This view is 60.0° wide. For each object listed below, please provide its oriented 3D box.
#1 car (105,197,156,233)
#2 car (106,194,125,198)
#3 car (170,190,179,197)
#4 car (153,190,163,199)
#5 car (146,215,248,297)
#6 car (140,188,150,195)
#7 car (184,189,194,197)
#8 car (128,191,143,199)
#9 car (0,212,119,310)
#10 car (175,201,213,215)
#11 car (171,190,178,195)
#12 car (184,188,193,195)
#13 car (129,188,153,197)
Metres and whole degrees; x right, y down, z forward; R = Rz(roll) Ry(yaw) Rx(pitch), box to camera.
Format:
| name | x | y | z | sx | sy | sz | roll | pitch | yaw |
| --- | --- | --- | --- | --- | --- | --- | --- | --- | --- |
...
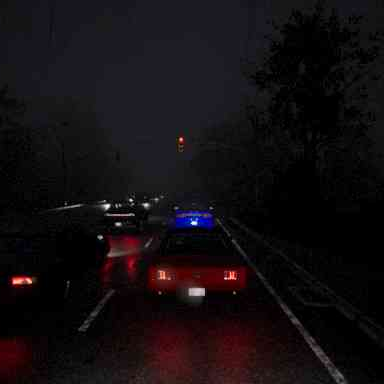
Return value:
| name | x | y | z | sx | sy | sz | roll | pitch | yaw |
| --- | --- | --- | --- | --- | --- | --- | --- | --- | --- |
| car | -3.402 | 1.241 | 17.773 | 2.128 | 1.511 | 4.902 | 0 | 1 | 0 |
| car | -10.626 | 0.898 | 46.251 | 1.895 | 1.301 | 4.718 | 0 | 1 | 0 |
| car | -4.048 | 0.360 | 75.662 | 2.033 | 1.411 | 5.357 | 0 | 1 | -2 |
| car | -7.258 | 0.576 | 63.221 | 2.033 | 1.411 | 5.357 | 0 | 1 | -1 |
| car | 0.099 | 1.500 | 8.280 | 1.895 | 1.301 | 4.718 | 0 | 1 | 0 |
| car | -11.221 | -0.109 | 79.646 | 2.097 | 1.767 | 4.553 | 0 | 1 | -2 |
| car | -0.564 | 0.301 | 76.171 | 1.882 | 1.535 | 5.008 | 0 | 1 | -2 |
| car | -10.769 | 0.511 | 63.848 | 2.128 | 1.511 | 4.902 | 0 | 1 | -1 |
| car | -3.402 | 1.453 | 7.912 | 2.033 | 1.411 | 5.357 | 0 | 1 | 0 |
| car | 0.098 | 1.229 | 17.622 | 1.882 | 1.535 | 5.008 | 0 | 1 | 0 |
| car | -4.550 | 0.098 | 86.114 | 1.812 | 1.442 | 4.674 | 0 | 1 | -3 |
| car | -1.054 | -0.075 | 86.282 | 2.097 | 1.767 | 4.553 | 0 | 1 | -3 |
| car | -7.128 | 0.640 | 46.839 | 2.097 | 1.767 | 4.553 | 0 | 1 | 0 |
